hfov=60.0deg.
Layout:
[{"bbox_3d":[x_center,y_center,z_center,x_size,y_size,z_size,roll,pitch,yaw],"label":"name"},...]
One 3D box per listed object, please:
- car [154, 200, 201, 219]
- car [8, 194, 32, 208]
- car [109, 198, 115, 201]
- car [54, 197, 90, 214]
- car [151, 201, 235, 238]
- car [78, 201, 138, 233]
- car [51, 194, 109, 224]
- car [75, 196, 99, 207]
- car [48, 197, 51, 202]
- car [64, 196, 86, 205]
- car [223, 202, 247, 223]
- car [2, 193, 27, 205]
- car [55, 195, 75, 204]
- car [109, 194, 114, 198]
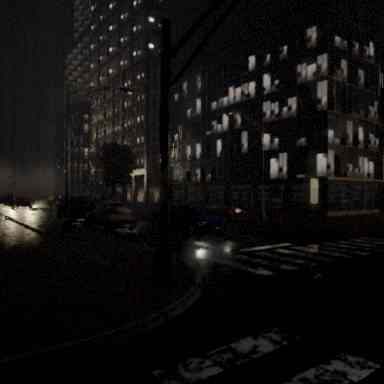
[{"bbox_3d":[-1.353,1.490,29.184,2.008,1.369,4.403,1,0,-36],"label":"car"},{"bbox_3d":[-21.668,1.278,42.396,1.887,1.381,4.507,1,0,-36],"label":"car"},{"bbox_3d":[-6.235,1.422,25.868,1.812,1.442,4.674,0,0,-36],"label":"car"},{"bbox_3d":[-12.419,1.322,34.258,2.128,1.511,4.902,0,0,-36],"label":"car"},{"bbox_3d":[-0.301,1.433,17.854,1.882,1.535,5.008,0,0,-38],"label":"car"},{"bbox_3d":[-4.798,1.439,19.364,1.752,1.417,4.829,1,0,-36],"label":"car"},{"bbox_3d":[-8.249,1.194,24.085,2.192,1.841,5.009,1,0,-36],"label":"car"},{"bbox_3d":[-15.027,1.316,47.512,1.752,1.417,4.829,1,0,-36],"label":"car"},{"bbox_3d":[-25.149,1.194,61.201,1.752,1.417,4.829,1,0,-36],"label":"car"},{"bbox_3d":[-18.300,1.297,51.938,1.887,1.381,4.507,1,0,-36],"label":"car"},{"bbox_3d":[2.049,1.413,24.637,1.967,1.590,4.097,1,0,-36],"label":"car"},{"bbox_3d":[-25.042,1.245,46.960,2.008,1.369,4.403,1,0,-36],"label":"car"},{"bbox_3d":[-21.674,1.263,56.500,2.008,1.369,4.403,1,0,-36],"label":"car"},{"bbox_3d":[-11.550,1.144,42.813,2.192,1.841,5.009,1,0,-36],"label":"car"}]
